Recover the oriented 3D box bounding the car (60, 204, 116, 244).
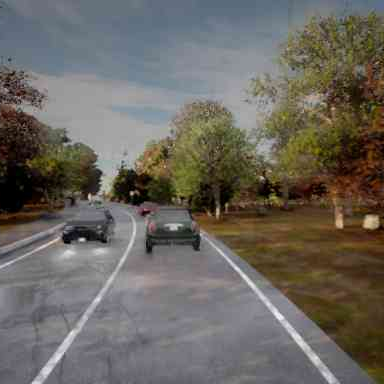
[{"bbox_3d":[-4.751,1.539,16.005,2.033,1.411,5.357,0,0,-7],"label":"car"}]

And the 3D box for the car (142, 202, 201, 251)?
[{"bbox_3d":[-0.913,1.369,14.440,2.097,1.767,4.553,0,0,-6],"label":"car"}]

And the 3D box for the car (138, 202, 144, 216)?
[{"bbox_3d":[-4.190,1.623,32.381,1.895,1.301,4.718,1,0,-14],"label":"car"}]

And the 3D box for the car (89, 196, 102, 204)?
[{"bbox_3d":[-16.534,1.370,56.967,1.812,1.442,4.674,2,0,-21],"label":"car"}]
